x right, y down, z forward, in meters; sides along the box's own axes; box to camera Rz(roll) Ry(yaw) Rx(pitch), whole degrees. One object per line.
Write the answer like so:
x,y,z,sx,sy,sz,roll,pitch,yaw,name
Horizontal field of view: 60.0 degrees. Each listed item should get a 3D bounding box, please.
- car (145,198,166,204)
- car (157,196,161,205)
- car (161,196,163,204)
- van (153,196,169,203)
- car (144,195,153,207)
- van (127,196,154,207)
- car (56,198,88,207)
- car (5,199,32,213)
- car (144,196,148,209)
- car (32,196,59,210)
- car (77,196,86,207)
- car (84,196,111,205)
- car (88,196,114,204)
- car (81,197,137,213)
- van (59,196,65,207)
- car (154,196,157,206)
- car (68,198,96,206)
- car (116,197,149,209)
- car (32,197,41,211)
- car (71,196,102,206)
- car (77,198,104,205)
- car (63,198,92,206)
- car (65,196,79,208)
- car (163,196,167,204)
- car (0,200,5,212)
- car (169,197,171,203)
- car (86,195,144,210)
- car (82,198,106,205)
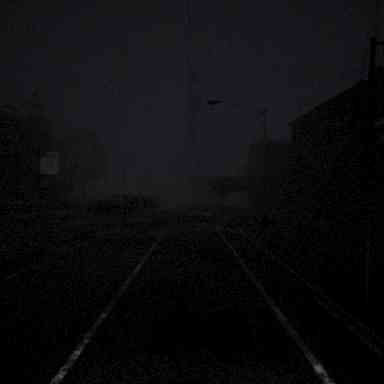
-8.902,2.244,80.636,4.792,1.488,2.163,0,-1,0,car
-8.843,1.917,61.019,5.008,1.535,2.097,0,-1,0,car
-8.880,1.705,63.826,5.566,2.045,2.435,0,-1,0,car
-8.773,2.226,94.655,4.442,1.987,1.878,0,-1,0,van
-8.867,1.477,47.009,5.566,2.045,2.435,0,-1,0,car
-8.962,1.653,58.219,4.442,1.987,1.878,0,-1,0,van
-21.922,1.917,60.888,5.008,1.535,2.097,0,-1,0,car
-21.926,1.638,38.610,5.008,1.535,2.097,0,0,0,car
-8.845,1.695,44.201,4.892,1.521,2.231,0,-1,0,car
-21.887,1.603,46.967,4.553,1.767,2.185,0,-1,0,car
-21.739,1.876,58.102,5.366,1.575,1.946,0,-1,0,car
-21.919,1.913,77.598,5.566,2.045,2.435,0,-1,0,car
-21.923,1.958,80.260,5.566,2.045,2.435,0,-1,0,car
-8.837,1.616,35.796,4.892,1.521,2.231,0,0,0,car
-22.035,1.538,49.748,4.442,1.987,1.878,0,-1,0,van
-8.837,1.842,55.414,4.892,1.521,2.231,0,-1,0,car
-21.963,2.023,66.457,4.792,1.488,2.163,0,-1,0,car
-8.808,1.638,49.808,4.553,1.767,2.185,0,-1,0,car
-21.922,1.706,41.397,4.674,1.452,2.002,0,-1,0,car
-21.910,1.782,69.244,5.566,2.045,2.435,0,-1,0,car
-21.936,2.076,72.027,5.008,1.535,2.097,0,-1,0,car
-21.902,1.985,63.672,4.792,1.488,2.163,0,-1,0,car
-21.920,1.880,55.316,4.674,1.452,2.002,0,-1,0,car
-8.860,2.121,75.035,5.008,1.535,2.097,0,-1,0,car
-21.920,1.595,33.042,5.008,1.535,2.097,0,0,0,car
-8.854,2.387,89.045,4.792,1.488,2.163,0,-1,0,car
-8.870,1.386,38.599,5.566,2.045,2.435,0,-1,0,car
-21.942,2.157,74.686,4.674,1.452,2.002,0,-1,0,car
